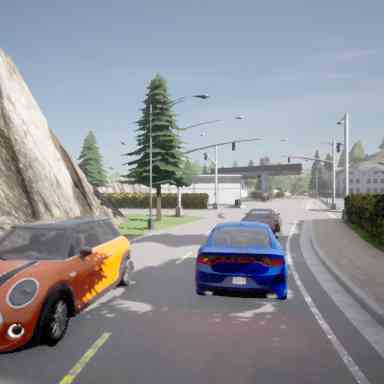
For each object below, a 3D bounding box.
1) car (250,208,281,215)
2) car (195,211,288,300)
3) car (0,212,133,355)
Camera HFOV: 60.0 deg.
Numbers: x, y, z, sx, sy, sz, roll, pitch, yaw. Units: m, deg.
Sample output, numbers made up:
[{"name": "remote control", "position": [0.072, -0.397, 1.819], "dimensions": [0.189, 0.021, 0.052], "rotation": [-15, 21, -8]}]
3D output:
[{"name": "car", "position": [3.720, 1.564, 17.739], "dimensions": [1.994, 1.385, 4.181], "rotation": [0, 0, 17]}, {"name": "car", "position": [1.304, 1.478, 8.553], "dimensions": [1.882, 1.535, 5.008], "rotation": [0, 0, 10]}, {"name": "car", "position": [-2.773, 1.352, 6.450], "dimensions": [2.097, 1.767, 4.553], "rotation": [0, 0, 9]}]
